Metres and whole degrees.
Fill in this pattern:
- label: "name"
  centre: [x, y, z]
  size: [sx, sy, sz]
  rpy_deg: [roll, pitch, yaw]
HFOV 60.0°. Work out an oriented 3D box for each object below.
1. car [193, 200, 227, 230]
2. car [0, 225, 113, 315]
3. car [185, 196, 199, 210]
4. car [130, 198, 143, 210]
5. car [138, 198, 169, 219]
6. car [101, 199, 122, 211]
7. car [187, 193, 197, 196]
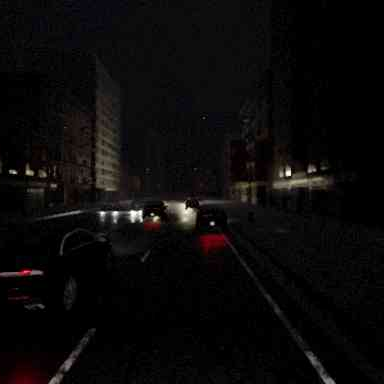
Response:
- label: "car"
  centre: [1.143, 1.514, 20.972]
  size: [1.837, 1.490, 4.892]
  rpy_deg: [0, 0, 0]
- label: "car"
  centre: [-3.146, 1.495, 7.518]
  size: [2.128, 1.511, 4.902]
  rpy_deg: [0, 0, 0]
- label: "car"
  centre: [0.042, 1.573, 43.740]
  size: [2.033, 1.411, 5.357]
  rpy_deg: [0, 0, 1]
- label: "car"
  centre: [-6.580, 1.515, 42.207]
  size: [2.128, 1.511, 4.902]
  rpy_deg: [0, 0, 0]
- label: "car"
  centre: [-3.142, 1.519, 28.886]
  size: [1.837, 1.490, 4.892]
  rpy_deg: [0, 0, 0]
- label: "car"
  centre: [-9.832, 1.549, 40.965]
  size: [1.812, 1.442, 4.674]
  rpy_deg: [0, 0, 0]
- label: "car"
  centre: [0.014, 1.262, 60.512]
  size: [2.150, 2.045, 5.566]
  rpy_deg: [0, 0, 0]
